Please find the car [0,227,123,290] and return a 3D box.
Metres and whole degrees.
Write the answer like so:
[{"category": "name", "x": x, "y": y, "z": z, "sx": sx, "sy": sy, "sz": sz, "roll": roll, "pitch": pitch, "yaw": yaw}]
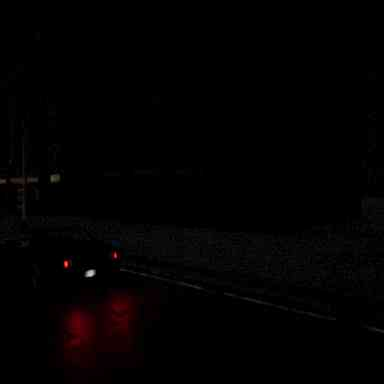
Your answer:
[{"category": "car", "x": -4.079, "y": 1.631, "z": 9.267, "sx": 4.718, "sy": 1.301, "sz": 1.895, "roll": 0, "pitch": 0, "yaw": 41}]
